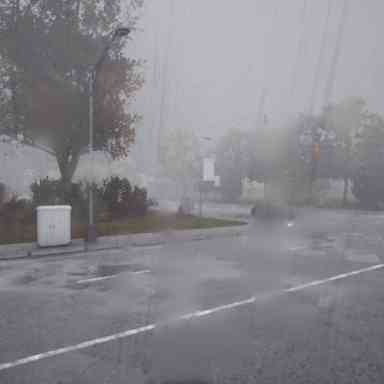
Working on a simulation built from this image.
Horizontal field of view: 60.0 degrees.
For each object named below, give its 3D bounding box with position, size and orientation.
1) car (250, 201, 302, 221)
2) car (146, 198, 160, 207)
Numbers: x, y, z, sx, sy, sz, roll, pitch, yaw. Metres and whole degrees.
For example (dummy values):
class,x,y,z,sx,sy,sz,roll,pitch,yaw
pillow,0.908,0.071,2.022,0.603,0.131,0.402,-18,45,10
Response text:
class,x,y,z,sx,sy,sz,roll,pitch,yaw
car,6.802,1.525,27.448,1.812,1.442,4.674,0,0,-32
car,-6.479,1.550,48.266,1.895,1.301,4.718,0,0,-33
